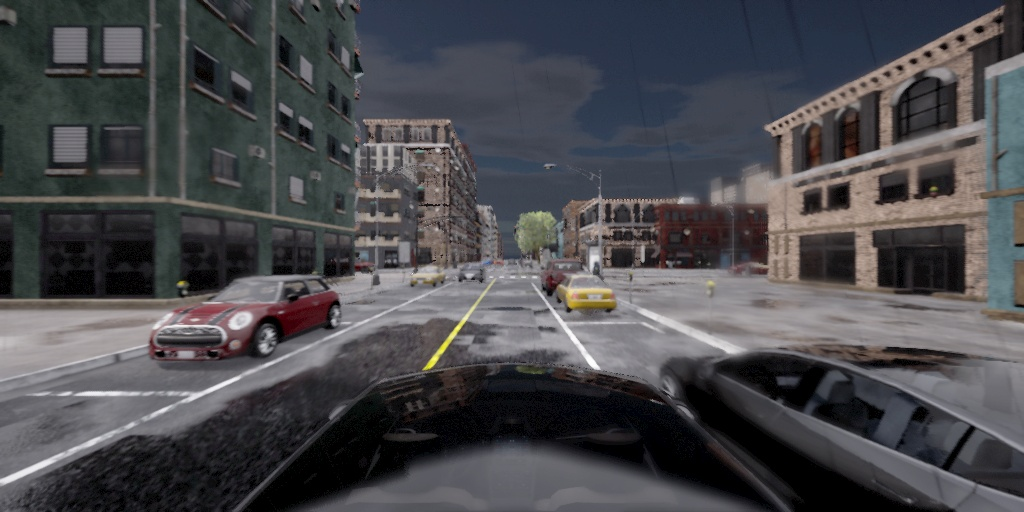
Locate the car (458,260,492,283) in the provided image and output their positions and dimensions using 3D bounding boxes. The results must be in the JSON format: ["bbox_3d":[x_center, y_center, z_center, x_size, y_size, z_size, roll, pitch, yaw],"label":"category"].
[{"bbox_3d":[-3.031,1.276,28.057,2.128,1.511,4.902,0,0,1],"label":"car"}]

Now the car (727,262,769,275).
[{"bbox_3d":[26.155,1.466,39.349,4.507,1.381,1.888,0,0,0],"label":"car"}]

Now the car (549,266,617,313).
[{"bbox_3d":[2.693,1.291,13.957,1.751,1.417,4.829,0,0,0],"label":"car"}]

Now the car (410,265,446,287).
[{"bbox_3d":[-5.687,1.305,24.699,1.751,1.417,4.829,0,0,0],"label":"car"}]

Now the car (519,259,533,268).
[{"bbox_3d":[2.703,1.408,62.817,2.007,1.370,4.403,0,0,0],"label":"car"}]

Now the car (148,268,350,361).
[{"bbox_3d":[-5.689,1.199,8.250,1.967,1.591,4.097,0,0,0],"label":"car"}]

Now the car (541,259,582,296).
[{"bbox_3d":[2.694,1.087,19.327,2.192,1.841,5.009,0,0,0],"label":"car"}]

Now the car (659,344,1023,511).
[{"bbox_3d":[2.690,1.317,2.708,1.948,1.339,4.313,0,0,0],"label":"car"}]

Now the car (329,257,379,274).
[{"bbox_3d":[-17.269,1.063,39.102,5.009,1.841,2.192,0,0,0],"label":"car"}]

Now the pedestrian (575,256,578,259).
[{"bbox_3d":[6.133,0.932,33.872,0.375,1.860,0.375,0,0,0],"label":"pedestrian"}]
